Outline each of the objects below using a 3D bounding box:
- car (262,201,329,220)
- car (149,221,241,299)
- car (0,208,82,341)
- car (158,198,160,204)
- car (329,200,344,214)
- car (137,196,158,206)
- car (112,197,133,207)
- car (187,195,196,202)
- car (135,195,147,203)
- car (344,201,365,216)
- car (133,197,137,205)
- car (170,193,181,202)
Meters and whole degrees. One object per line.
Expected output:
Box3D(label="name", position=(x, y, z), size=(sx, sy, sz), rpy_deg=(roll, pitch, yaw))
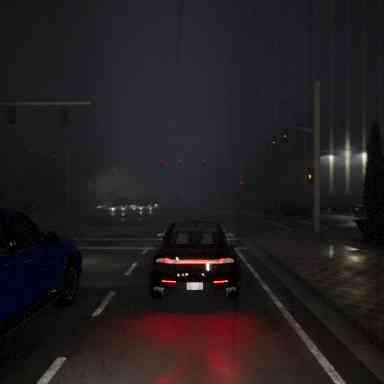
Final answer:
Box3D(label="car", position=(8.313, 1.491, 27.598), size=(4.902, 1.511, 2.128), rpy_deg=(0, 0, -1))
Box3D(label="car", position=(0.078, 1.492, 8.454), size=(2.128, 1.511, 4.902), rpy_deg=(0, 0, 1))
Box3D(label="car", position=(-3.451, 1.221, 4.822), size=(2.150, 2.045, 5.566), rpy_deg=(0, 0, 1))
Box3D(label="car", position=(-7.168, 1.564, 62.884), size=(1.994, 1.385, 4.181), rpy_deg=(0, 0, 0))
Box3D(label="car", position=(15.232, 1.564, 34.882), size=(4.181, 1.385, 1.994), rpy_deg=(0, 0, -1))
Box3D(label="car", position=(-7.182, 1.505, 53.975), size=(1.837, 1.490, 4.892), rpy_deg=(0, 0, 0))
Box3D(label="car", position=(-10.687, 1.526, 50.207), size=(1.812, 1.442, 4.674), rpy_deg=(0, 0, 0))
Box3D(label="car", position=(-0.133, 1.429, 75.500), size=(1.837, 1.490, 4.892), rpy_deg=(0, 0, 0))
Box3D(label="car", position=(-10.623, 1.477, 69.758), size=(1.882, 1.535, 5.008), rpy_deg=(0, 0, 0))
Box3D(label="car", position=(17.480, 1.505, 31.407), size=(4.892, 1.490, 1.837), rpy_deg=(0, 0, -1))
Box3D(label="car", position=(-10.674, 1.601, 59.316), size=(1.895, 1.301, 4.718), rpy_deg=(0, 0, 0))
Box3D(label="car", position=(-3.604, 1.224, 72.663), size=(2.150, 2.045, 5.566), rpy_deg=(0, 0, 0))
